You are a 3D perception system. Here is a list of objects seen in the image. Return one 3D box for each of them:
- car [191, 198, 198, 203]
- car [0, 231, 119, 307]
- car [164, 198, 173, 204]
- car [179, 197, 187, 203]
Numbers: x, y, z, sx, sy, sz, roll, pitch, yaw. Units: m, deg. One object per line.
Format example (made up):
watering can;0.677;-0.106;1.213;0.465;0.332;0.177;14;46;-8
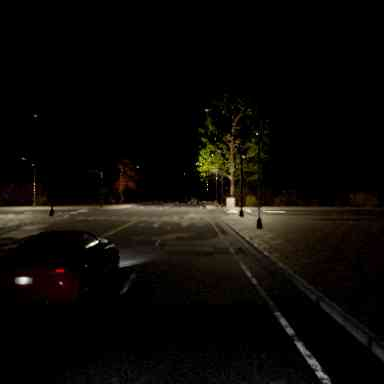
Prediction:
car;0.606;2.449;91.027;1.895;1.301;4.718;0;0;1
car;-3.148;1.649;8.233;1.994;1.385;4.181;0;-1;0
car;-5.972;2.343;86.608;1.812;1.442;4.674;0;0;1
car;-2.651;2.390;90.671;2.033;1.411;5.357;0;0;1
